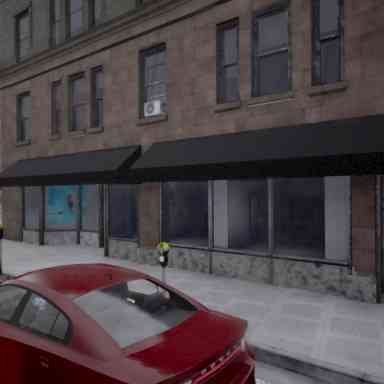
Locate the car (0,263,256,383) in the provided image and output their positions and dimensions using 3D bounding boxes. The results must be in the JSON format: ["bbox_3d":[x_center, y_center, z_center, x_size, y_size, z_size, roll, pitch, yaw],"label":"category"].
[{"bbox_3d":[-1.497,1.545,3.933,4.507,1.381,1.887,0,0,36],"label":"car"}]
